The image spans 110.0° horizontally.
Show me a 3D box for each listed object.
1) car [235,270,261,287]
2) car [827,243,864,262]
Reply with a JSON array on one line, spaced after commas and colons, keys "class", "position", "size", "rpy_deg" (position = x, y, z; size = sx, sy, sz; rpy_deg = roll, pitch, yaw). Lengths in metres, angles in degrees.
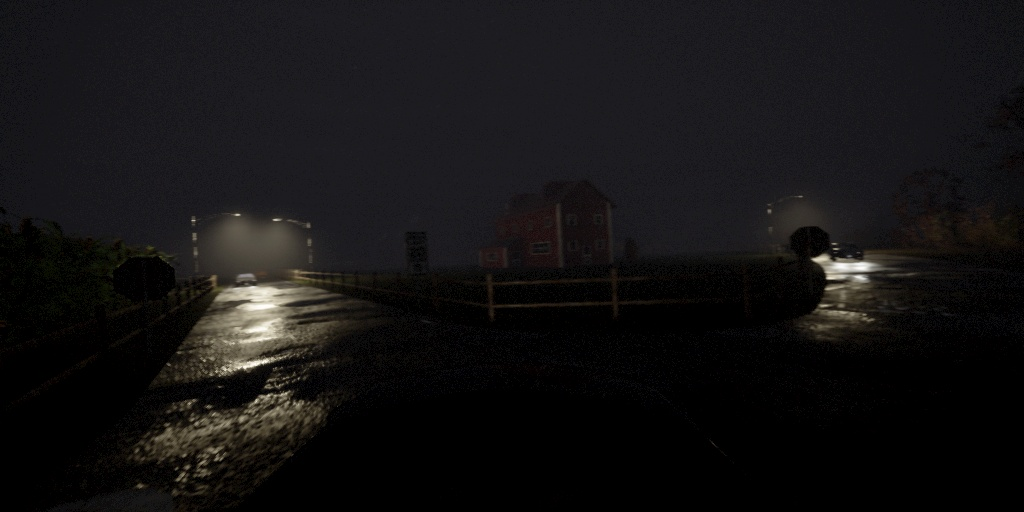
[{"class": "car", "position": [-29.810, 2.667, 40.181], "size": [2.033, 1.411, 5.357], "rpy_deg": [-4, 1, -37]}, {"class": "car", "position": [27.142, -0.333, 29.290], "size": [2.128, 1.511, 4.902], "rpy_deg": [-3, 0, 37]}]
